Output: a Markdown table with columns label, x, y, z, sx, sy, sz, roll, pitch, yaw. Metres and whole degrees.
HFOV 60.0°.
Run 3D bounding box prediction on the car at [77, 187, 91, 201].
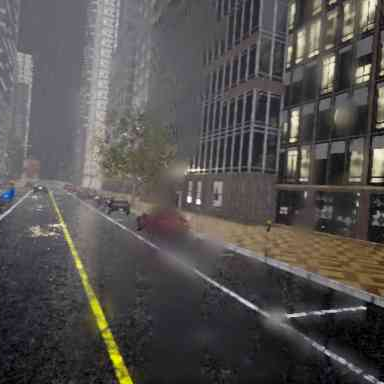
| label | x | y | z | sx | sy | sz | roll | pitch | yaw |
| --- | --- | --- | --- | --- | --- | --- | --- | --- | --- |
| car | -12.902 | 0.254 | 41.873 | 1.967 | 1.590 | 4.097 | 4 | 0 | -24 |

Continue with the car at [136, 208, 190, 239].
| label | x | y | z | sx | sy | sz | roll | pitch | yaw |
| --- | --- | --- | --- | --- | --- | --- | --- | --- | --- |
| car | -1.442 | 1.404 | 15.844 | 1.802 | 1.307 | 4.206 | 4 | 0 | -24 |

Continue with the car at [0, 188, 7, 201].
| label | x | y | z | sx | sy | sz | roll | pitch | yaw |
| --- | --- | --- | --- | --- | --- | --- | --- | --- | --- |
| car | -11.379 | 0.607 | 17.663 | 2.008 | 1.369 | 4.403 | 4 | 0 | -24 |

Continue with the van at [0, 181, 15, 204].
| label | x | y | z | sx | sy | sz | roll | pitch | yaw |
| --- | --- | --- | --- | --- | --- | --- | --- | --- | --- |
| van | -15.951 | -0.004 | 28.074 | 1.690 | 1.788 | 3.998 | 4 | 0 | -24 |

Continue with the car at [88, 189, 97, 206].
| label | x | y | z | sx | sy | sz | roll | pitch | yaw |
| --- | --- | --- | --- | --- | --- | --- | --- | --- | --- |
| car | -8.323 | 0.773 | 31.461 | 2.008 | 1.369 | 4.403 | 4 | 0 | -24 |

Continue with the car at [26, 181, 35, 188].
| label | x | y | z | sx | sy | sz | roll | pitch | yaw |
| --- | --- | --- | --- | --- | --- | --- | --- | --- | --- |
| car | -38.909 | -1.838 | 80.135 | 1.802 | 1.307 | 4.206 | 4 | 0 | -24 |

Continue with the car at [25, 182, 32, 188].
| label | x | y | z | sx | sy | sz | roll | pitch | yaw |
| --- | --- | --- | --- | --- | --- | --- | --- | --- | --- |
| car | -36.612 | -1.663 | 74.928 | 1.887 | 1.381 | 4.507 | 4 | 0 | -24 |

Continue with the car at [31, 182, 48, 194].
| label | x | y | z | sx | sy | sz | roll | pitch | yaw |
| --- | --- | --- | --- | --- | --- | --- | --- | --- | --- |
| car | -22.672 | -0.418 | 49.940 | 1.994 | 1.385 | 4.181 | 4 | 0 | -24 |

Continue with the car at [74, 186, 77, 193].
| label | x | y | z | sx | sy | sz | roll | pitch | yaw |
| --- | --- | --- | --- | --- | --- | --- | --- | --- | --- |
| car | -15.196 | 0.049 | 47.078 | 1.967 | 1.590 | 4.097 | 4 | 0 | -24 |

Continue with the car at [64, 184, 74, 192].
| label | x | y | z | sx | sy | sz | roll | pitch | yaw |
| --- | --- | --- | --- | --- | --- | --- | --- | --- | --- |
| car | -24.379 | -0.675 | 67.902 | 1.887 | 1.381 | 4.507 | 4 | 0 | -24 |

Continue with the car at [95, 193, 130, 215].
| label | x | y | z | sx | sy | sz | roll | pitch | yaw |
| --- | --- | --- | --- | --- | --- | --- | --- | --- | --- |
| car | -6.029 | 0.975 | 26.256 | 2.008 | 1.369 | 4.403 | 4 | 0 | -24 |
